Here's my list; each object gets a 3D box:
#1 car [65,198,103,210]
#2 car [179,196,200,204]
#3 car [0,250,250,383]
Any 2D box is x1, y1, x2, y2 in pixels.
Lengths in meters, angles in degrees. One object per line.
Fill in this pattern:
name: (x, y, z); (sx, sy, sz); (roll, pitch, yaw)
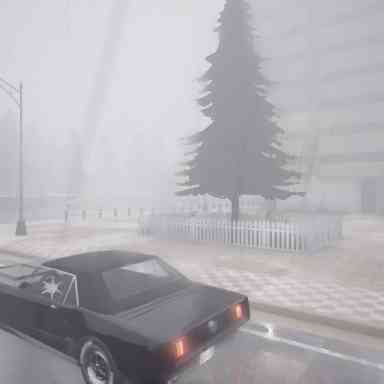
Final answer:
car: (-13.913, 1.477, 43.081); (1.882, 1.535, 5.008); (0, 0, 36)
car: (-0.469, 1.350, 61.571); (2.097, 1.767, 4.553); (0, 0, 36)
car: (-1.622, 1.601, 5.166); (4.718, 1.301, 1.895); (0, 0, 36)
